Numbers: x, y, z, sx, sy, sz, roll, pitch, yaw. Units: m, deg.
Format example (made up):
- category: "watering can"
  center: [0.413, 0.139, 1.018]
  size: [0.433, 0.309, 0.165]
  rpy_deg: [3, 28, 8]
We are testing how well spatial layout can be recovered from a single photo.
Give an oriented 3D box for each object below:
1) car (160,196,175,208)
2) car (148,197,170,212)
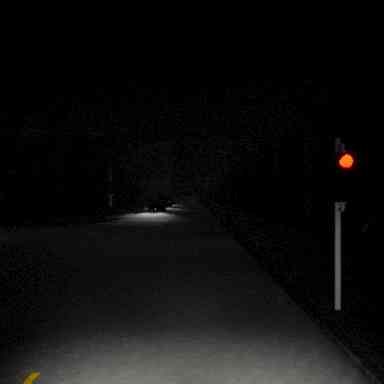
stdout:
- category: "car"
  center: [-4.071, 1.351, 49.179]
  size: [2.097, 1.767, 4.553]
  rpy_deg: [0, 0, 0]
- category: "car"
  center: [-4.087, 1.601, 39.454]
  size: [1.895, 1.301, 4.718]
  rpy_deg: [0, 0, 0]
